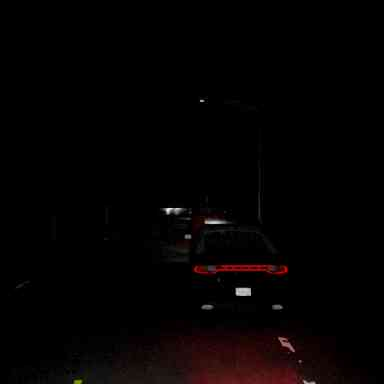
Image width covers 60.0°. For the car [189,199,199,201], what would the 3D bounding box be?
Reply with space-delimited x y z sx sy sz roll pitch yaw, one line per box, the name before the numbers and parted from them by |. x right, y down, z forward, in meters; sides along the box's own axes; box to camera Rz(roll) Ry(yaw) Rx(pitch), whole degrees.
car | 0.881 1.490 23.901 1.837 1.490 4.892 0 0 0

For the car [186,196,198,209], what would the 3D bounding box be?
car | 0.126 1.444 45.640 1.882 1.535 5.008 0 0 1

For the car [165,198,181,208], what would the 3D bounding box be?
car | -2.636 1.527 47.156 1.994 1.385 4.181 0 0 0

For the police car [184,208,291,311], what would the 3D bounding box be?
police car | 0.843 1.420 8.007 1.930 1.638 5.238 0 0 0

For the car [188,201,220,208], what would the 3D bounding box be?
car | 0.867 1.467 17.900 1.882 1.535 5.008 0 0 0

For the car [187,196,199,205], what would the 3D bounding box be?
car | 0.141 1.451 58.938 2.033 1.411 5.357 0 1 0
